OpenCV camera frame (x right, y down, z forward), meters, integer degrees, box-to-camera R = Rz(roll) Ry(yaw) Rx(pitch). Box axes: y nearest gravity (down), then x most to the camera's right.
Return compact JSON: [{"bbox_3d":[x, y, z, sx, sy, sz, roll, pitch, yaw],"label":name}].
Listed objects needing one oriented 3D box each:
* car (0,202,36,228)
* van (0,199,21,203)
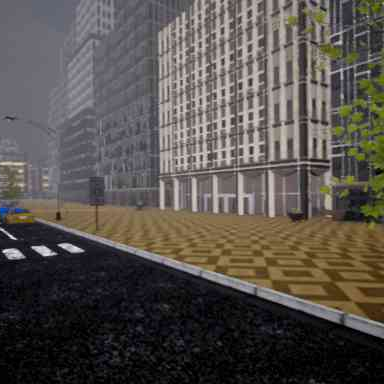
[{"bbox_3d":[-12.348,1.655,23.651,1.752,1.417,4.829,0,0,-35],"label":"car"},{"bbox_3d":[-15.446,1.502,28.052,1.690,1.788,3.998,0,0,-35],"label":"van"}]
